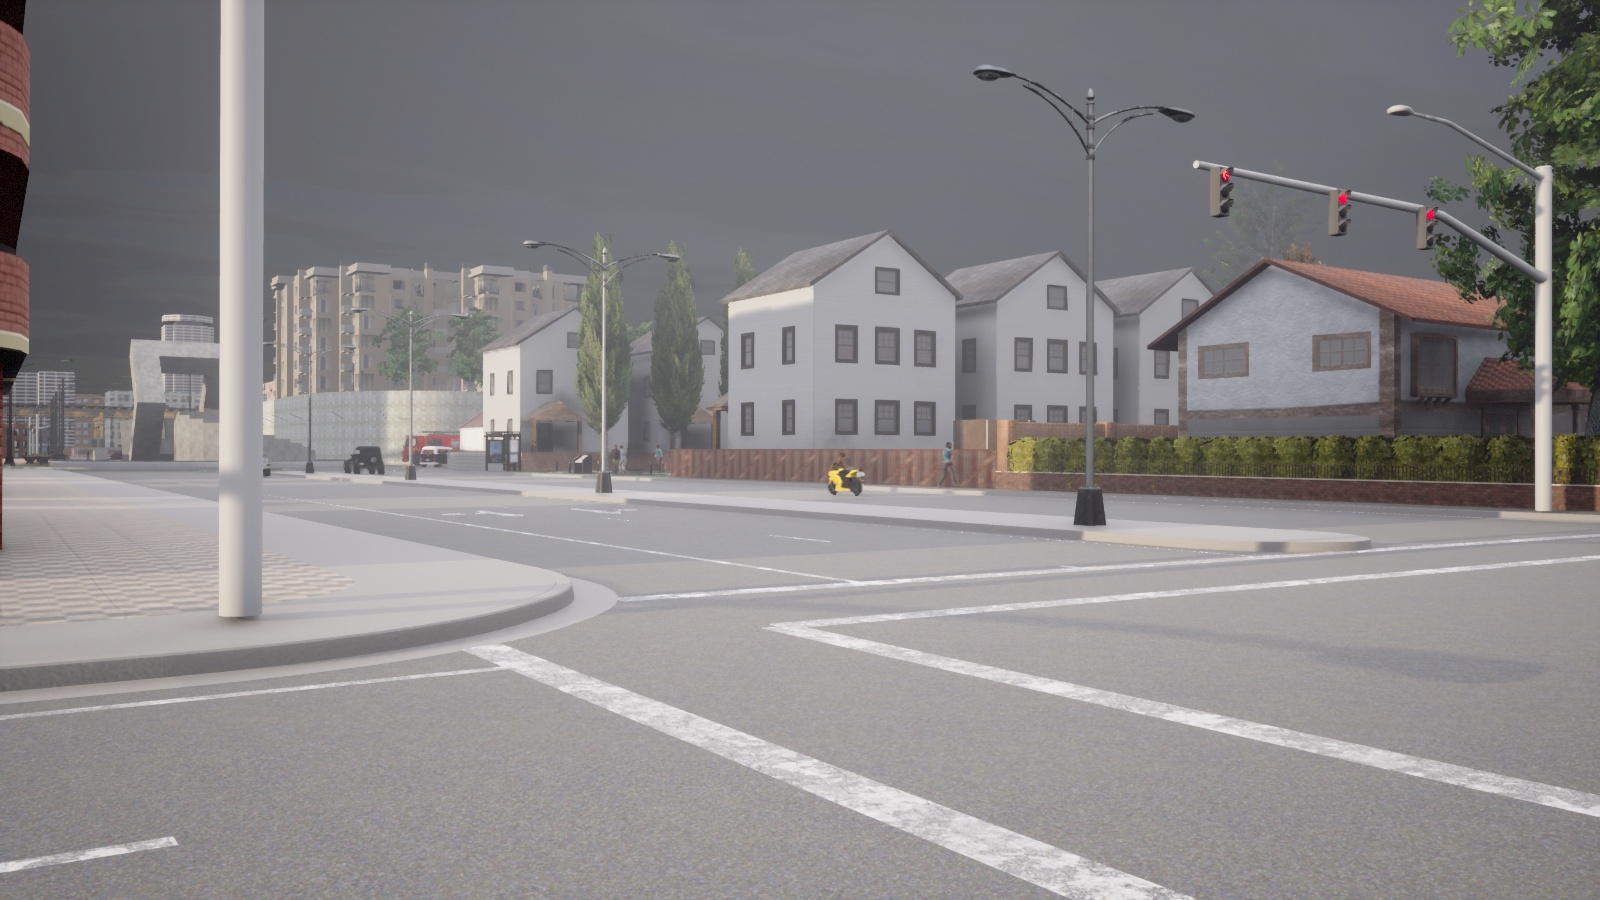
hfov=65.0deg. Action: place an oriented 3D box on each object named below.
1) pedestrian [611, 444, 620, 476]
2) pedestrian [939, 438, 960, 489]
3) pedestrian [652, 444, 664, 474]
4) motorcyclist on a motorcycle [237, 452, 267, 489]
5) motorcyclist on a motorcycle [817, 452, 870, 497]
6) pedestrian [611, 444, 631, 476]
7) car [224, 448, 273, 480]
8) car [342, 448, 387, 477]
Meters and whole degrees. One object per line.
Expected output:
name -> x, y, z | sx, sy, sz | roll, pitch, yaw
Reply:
pedestrian -> -10.777, 0.599, 73.394 | 0.431, 1.840, 0.703 | 0, 0, -16
pedestrian -> 5.705, 0.505, 47.985 | 0.692, 1.930, 0.396 | 0, 0, 42
pedestrian -> -8.908, 0.561, 78.760 | 0.396, 1.930, 0.692 | 0, 0, 40
motorcyclist on a motorcycle -> -23.892, 0.883, 54.740 | 0.866, 1.590, 1.817 | 0, 0, -33
motorcyclist on a motorcycle -> 1.505, 0.830, 43.513 | 0.797, 1.523, 2.044 | 0, 0, -33
pedestrian -> -10.591, 0.604, 74.383 | 0.874, 1.855, 0.900 | 0, 0, -30
car -> -32.746, 0.813, 74.488 | 1.932, 1.855, 4.605 | 0, 0, -33
car -> -28.839, 0.805, 83.086 | 1.905, 1.878, 3.866 | 0, 0, -33
